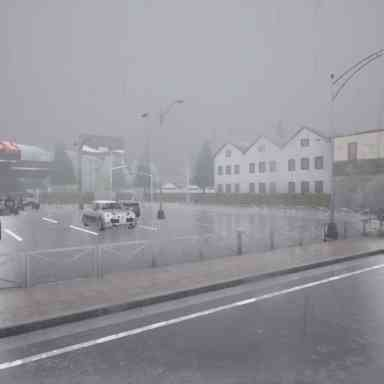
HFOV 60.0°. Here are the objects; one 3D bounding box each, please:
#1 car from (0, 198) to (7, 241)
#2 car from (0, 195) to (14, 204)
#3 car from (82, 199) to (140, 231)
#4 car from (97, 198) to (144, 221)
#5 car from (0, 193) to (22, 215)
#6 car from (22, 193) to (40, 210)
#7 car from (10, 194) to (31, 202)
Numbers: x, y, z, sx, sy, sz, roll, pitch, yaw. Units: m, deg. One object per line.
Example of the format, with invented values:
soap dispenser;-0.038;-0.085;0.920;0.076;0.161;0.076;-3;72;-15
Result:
car;-9.645;1.169;14.389;2.152;1.636;5.027;0;0;-36
car;-38.377;1.495;66.676;4.611;1.667;2.242;0;0;-36
car;-4.608;1.248;18.379;1.970;1.475;3.806;0;0;-36
car;-5.720;1.313;26.245;2.007;1.523;4.514;0;0;-36
car;-17.184;1.113;30.364;1.932;1.855;4.605;0;0;-36
car;-19.077;1.092;38.678;1.905;1.878;3.866;0;0;-36
car;-38.133;1.328;73.804;3.866;1.878;1.905;0;0;-36
